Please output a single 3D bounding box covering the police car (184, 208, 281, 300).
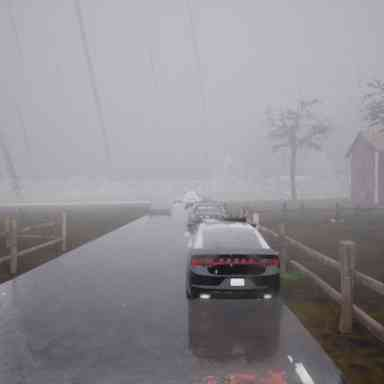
[{"bbox_3d":[0.818,1.431,8.587,1.930,1.638,5.238,0,0,0],"label":"police car"}]

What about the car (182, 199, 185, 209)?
[{"bbox_3d":[-0.023,1.705,45.863,1.812,1.442,4.674,0,0,0],"label":"car"}]

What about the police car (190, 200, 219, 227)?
[{"bbox_3d":[0.806,1.498,24.595,1.930,1.638,5.238,0,0,0],"label":"police car"}]

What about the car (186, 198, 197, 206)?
[{"bbox_3d":[-0.046,1.827,59.519,1.895,1.301,4.718,0,0,0],"label":"car"}]

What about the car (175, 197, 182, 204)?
[{"bbox_3d":[-2.803,1.725,68.368,1.882,1.535,5.008,0,0,0],"label":"car"}]

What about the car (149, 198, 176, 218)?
[{"bbox_3d":[-2.873,1.588,31.467,1.882,1.535,5.008,0,0,0],"label":"car"}]

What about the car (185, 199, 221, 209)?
[{"bbox_3d":[0.809,1.391,18.453,2.097,1.767,4.553,0,0,0],"label":"car"}]
